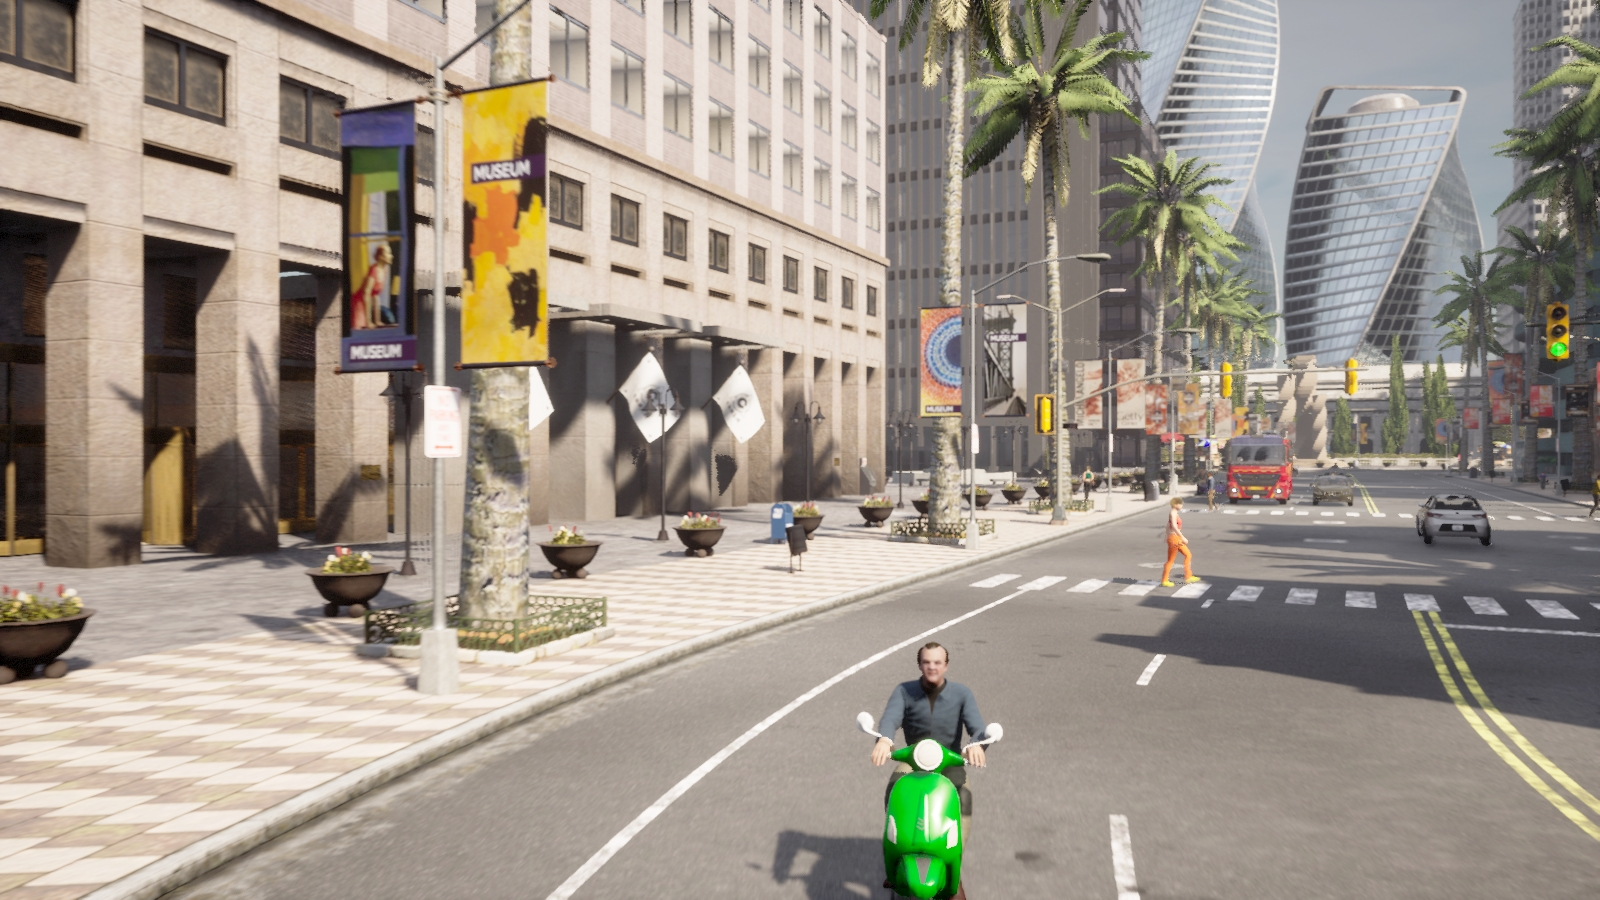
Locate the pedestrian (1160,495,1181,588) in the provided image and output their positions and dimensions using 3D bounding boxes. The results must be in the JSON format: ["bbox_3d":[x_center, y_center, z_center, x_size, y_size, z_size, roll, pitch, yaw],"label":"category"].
[{"bbox_3d":[7.566,1.850,23.311,0.375,1.860,0.375,0,0,22],"label":"pedestrian"}]

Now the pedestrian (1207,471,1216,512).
[{"bbox_3d":[18.437,1.855,51.176,0.375,1.860,0.375,0,0,24],"label":"pedestrian"}]

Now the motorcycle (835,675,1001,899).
[{"bbox_3d":[0.773,2.182,6.949,0.856,1.236,1.805,1,0,10],"label":"motorcycle"}]

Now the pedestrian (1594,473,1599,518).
[{"bbox_3d":[32.752,1.860,46.795,0.375,1.860,0.375,0,0,41],"label":"pedestrian"}]

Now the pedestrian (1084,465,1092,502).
[{"bbox_3d":[14.509,1.701,57.616,0.375,1.860,0.375,0,0,14],"label":"pedestrian"}]

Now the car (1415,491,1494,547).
[{"bbox_3d":[20.161,2.072,35.339,1.816,1.474,4.193,0,0,25],"label":"car"}]

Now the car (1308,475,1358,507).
[{"bbox_3d":[27.452,2.070,58.819,2.231,1.480,4.892,0,0,26],"label":"car"}]

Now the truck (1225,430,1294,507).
[{"bbox_3d":[24.646,0.899,61.054,2.891,3.827,8.468,0,0,25],"label":"truck"}]
